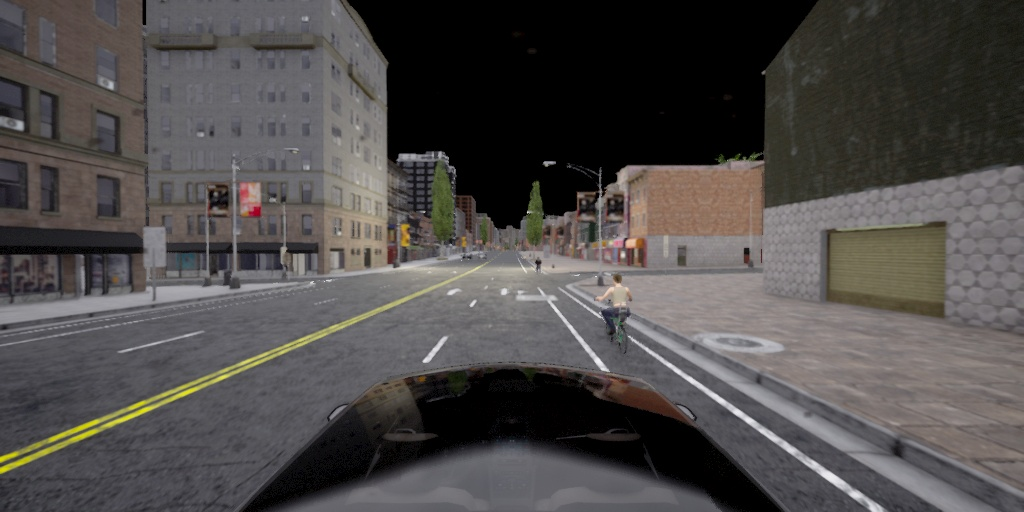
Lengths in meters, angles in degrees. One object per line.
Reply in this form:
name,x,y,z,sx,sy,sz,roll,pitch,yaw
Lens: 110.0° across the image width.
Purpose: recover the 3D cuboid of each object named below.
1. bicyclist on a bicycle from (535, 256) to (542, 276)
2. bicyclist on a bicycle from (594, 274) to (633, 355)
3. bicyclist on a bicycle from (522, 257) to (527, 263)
bicyclist on a bicycle,2.240,0.905,30.681,0.659,1.776,1.843,-1,1,0
bicyclist on a bicycle,2.233,1.183,7.700,0.866,1.612,1.509,0,0,0
bicyclist on a bicycle,2.284,0.652,63.444,0.866,1.612,1.509,0,1,0
